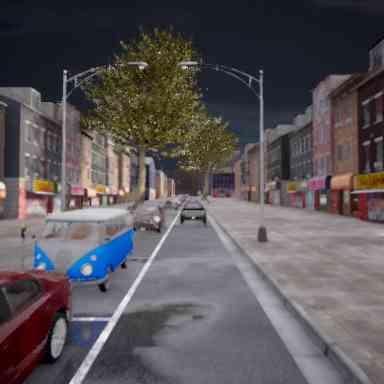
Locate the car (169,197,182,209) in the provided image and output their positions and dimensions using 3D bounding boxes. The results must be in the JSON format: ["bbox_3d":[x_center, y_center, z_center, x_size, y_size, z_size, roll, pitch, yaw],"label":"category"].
[{"bbox_3d":[-2.622,1.644,41.932,1.802,1.307,4.206,2,0,0],"label":"car"}]

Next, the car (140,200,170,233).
[{"bbox_3d":[-2.615,1.465,19.792,1.967,1.590,4.097,2,0,0],"label":"car"}]

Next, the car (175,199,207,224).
[{"bbox_3d":[0.098,1.523,24.923,2.128,1.511,4.902,0,0,0],"label":"car"}]

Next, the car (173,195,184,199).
[{"bbox_3d":[-2.621,1.612,52.832,1.752,1.417,4.829,2,0,0],"label":"car"}]

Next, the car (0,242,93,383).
[{"bbox_3d":[-2.617,1.549,3.186,1.887,1.381,4.507,2,0,0],"label":"car"}]

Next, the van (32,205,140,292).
[{"bbox_3d":[-2.612,1.352,8.721,1.690,1.788,3.998,2,0,0],"label":"van"}]

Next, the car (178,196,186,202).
[{"bbox_3d":[-2.624,1.735,86.213,2.008,1.369,4.403,1,0,0],"label":"car"}]

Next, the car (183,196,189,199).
[{"bbox_3d":[0.097,1.627,42.745,1.994,1.385,4.181,0,0,0],"label":"car"}]

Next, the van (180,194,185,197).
[{"bbox_3d":[-2.616,1.443,58.538,1.690,1.788,3.998,2,0,0],"label":"van"}]
